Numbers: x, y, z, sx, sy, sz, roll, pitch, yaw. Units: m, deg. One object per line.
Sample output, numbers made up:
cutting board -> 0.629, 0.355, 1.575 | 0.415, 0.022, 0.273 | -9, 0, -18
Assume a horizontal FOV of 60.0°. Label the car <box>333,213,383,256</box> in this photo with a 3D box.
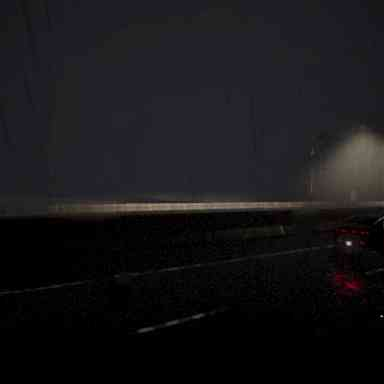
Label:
car -> 7.766, 1.646, 13.634 | 4.892, 1.490, 1.837 | 0, 0, -35
